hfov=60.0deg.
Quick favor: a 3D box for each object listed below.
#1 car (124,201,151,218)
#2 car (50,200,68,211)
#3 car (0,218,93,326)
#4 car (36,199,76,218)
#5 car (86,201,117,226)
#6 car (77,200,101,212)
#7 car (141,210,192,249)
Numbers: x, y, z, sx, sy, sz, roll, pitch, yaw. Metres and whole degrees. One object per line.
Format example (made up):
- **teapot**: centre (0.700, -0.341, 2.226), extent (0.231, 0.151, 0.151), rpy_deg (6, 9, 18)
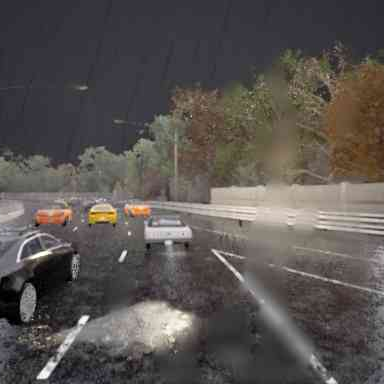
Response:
- **car**: centre (-5.676, 1.664, 34.361), extent (2.097, 1.767, 4.553), rpy_deg (0, -1, -20)
- **car**: centre (-19.985, 1.971, 49.842), extent (1.882, 1.535, 5.008), rpy_deg (0, -1, -28)
- **car**: centre (-3.845, 1.567, 7.134), extent (2.128, 1.511, 4.902), rpy_deg (0, 0, -4)
- **car**: centre (-10.386, 1.604, 25.268), extent (2.097, 1.767, 4.553), rpy_deg (0, 0, -14)
- **car**: centre (-6.873, 1.721, 25.667), extent (1.882, 1.535, 5.008), rpy_deg (0, -1, -14)
- **car**: centre (-14.481, 1.953, 46.649), extent (1.837, 1.490, 4.892), rpy_deg (0, -1, -26)
- **car**: centre (-1.267, 1.738, 15.438), extent (1.895, 1.301, 4.718), rpy_deg (0, 0, -9)
